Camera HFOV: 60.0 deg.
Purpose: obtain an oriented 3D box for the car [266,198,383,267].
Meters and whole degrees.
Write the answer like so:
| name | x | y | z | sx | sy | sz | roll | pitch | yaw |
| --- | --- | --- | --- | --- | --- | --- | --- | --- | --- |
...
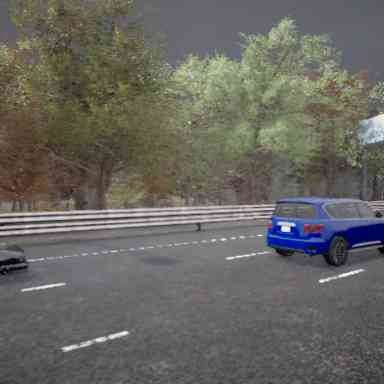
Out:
| name | x | y | z | sx | sy | sz | roll | pitch | yaw |
| --- | --- | --- | --- | --- | --- | --- | --- | --- | --- |
| car | 5.030 | 1.217 | 11.666 | 5.566 | 2.045 | 2.150 | 0 | 0 | -36 |

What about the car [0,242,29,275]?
| name | x | y | z | sx | sy | sz | roll | pitch | yaw |
| --- | --- | --- | --- | --- | --- | --- | --- | --- | --- |
| car | -6.748 | 1.540 | 7.536 | 5.357 | 1.411 | 2.033 | 0 | 0 | -36 |
